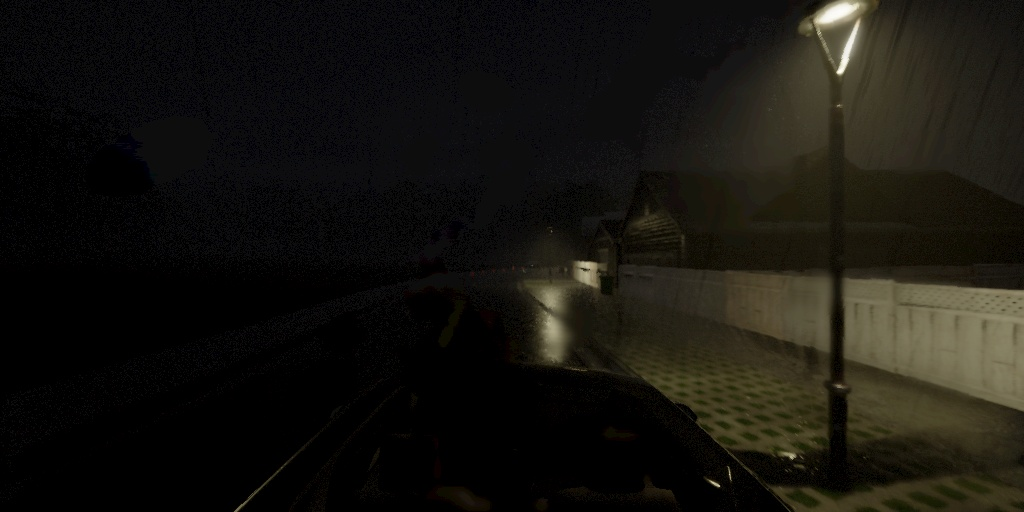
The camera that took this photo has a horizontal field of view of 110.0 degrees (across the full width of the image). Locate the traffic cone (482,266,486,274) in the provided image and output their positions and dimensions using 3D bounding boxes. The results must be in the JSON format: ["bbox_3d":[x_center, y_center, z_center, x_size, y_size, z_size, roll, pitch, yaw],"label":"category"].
[{"bbox_3d":[-3.413,1.824,42.798,0.340,0.580,0.340,0,0,10],"label":"traffic cone"}]

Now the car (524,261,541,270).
[{"bbox_3d":[3.468,1.497,60.639,1.882,1.535,5.008,-1,-1,20],"label":"car"}]

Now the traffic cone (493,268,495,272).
[{"bbox_3d":[-2.436,1.871,47.816,0.340,0.580,0.340,0,0,12],"label":"traffic cone"}]

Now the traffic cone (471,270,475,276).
[{"bbox_3d":[-4.143,1.783,37.740,0.340,0.580,0.340,0,0,12],"label":"traffic cone"}]
